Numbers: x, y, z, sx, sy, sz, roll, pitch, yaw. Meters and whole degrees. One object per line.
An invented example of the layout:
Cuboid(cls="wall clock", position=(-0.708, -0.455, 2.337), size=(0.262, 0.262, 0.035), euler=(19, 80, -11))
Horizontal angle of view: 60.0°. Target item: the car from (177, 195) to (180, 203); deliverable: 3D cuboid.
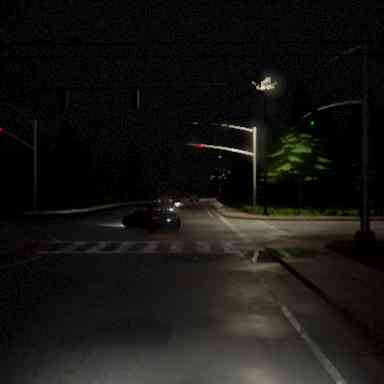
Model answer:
Cuboid(cls="car", position=(-3.278, 1.309, 63.922), size=(2.128, 1.511, 4.902), euler=(0, 0, 2))

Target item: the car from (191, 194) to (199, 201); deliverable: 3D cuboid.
Cuboid(cls="car", position=(0.710, 1.220, 76.230), size=(1.837, 1.490, 4.892), euler=(0, 0, 2))

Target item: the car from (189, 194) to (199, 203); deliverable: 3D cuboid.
Cuboid(cls="car", position=(0.381, 1.334, 65.923), size=(1.812, 1.442, 4.674), euler=(0, 0, 2))

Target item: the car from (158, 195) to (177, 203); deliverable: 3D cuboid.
Cuboid(cls="car", position=(-3.550, 1.222, 46.163), size=(2.097, 1.767, 4.553), euler=(0, 0, 0))

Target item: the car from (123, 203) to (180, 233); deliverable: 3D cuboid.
Cuboid(cls="car", position=(-2.475, 1.521, 19.762), size=(1.994, 1.385, 4.181), euler=(0, 0, -36))
